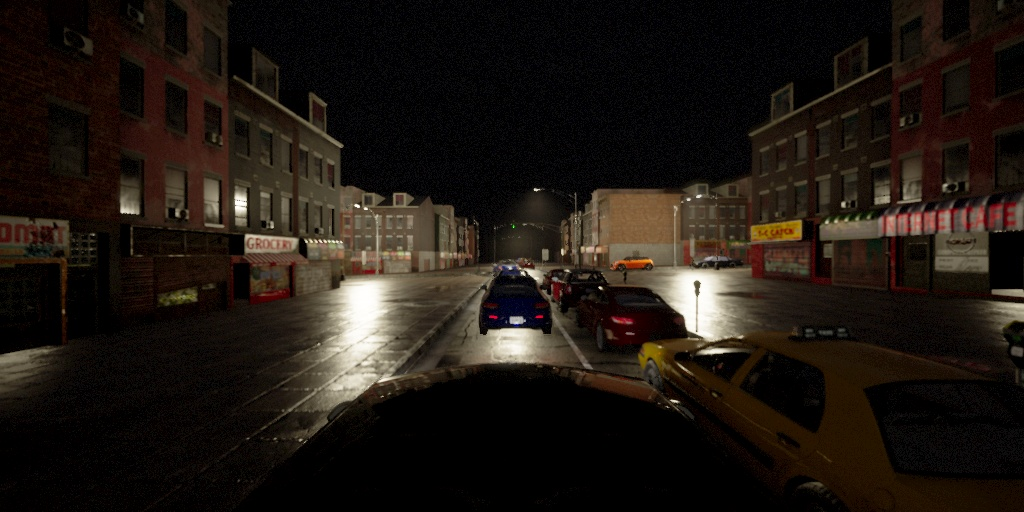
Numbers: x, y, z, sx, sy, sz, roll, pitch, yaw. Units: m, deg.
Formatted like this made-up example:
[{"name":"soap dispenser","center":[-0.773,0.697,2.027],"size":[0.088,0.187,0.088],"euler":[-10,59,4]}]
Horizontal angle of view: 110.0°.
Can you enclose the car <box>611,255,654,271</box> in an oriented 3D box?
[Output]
[{"name":"car","center":[13.320,0.750,40.048],"size":[4.553,1.767,2.097],"euler":[-1,0,0]}]

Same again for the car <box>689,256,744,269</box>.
[{"name":"car","center":[22.807,0.699,40.078],"size":[5.357,1.411,2.033],"euler":[-1,0,0]}]

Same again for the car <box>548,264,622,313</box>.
[{"name":"car","center":[2.626,1.199,14.062],"size":[1.967,1.591,4.097],"euler":[0,0,0]}]

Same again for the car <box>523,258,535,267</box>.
[{"name":"car","center":[2.585,1.330,56.869],"size":[1.967,1.591,4.097],"euler":[0,0,0]}]

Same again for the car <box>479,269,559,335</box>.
[{"name":"car","center":[0.058,1.281,10.369],"size":[1.812,1.442,4.674],"euler":[0,0,-1]}]

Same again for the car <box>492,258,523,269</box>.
[{"name":"car","center":[-0.665,1.158,34.328],"size":[2.097,1.767,4.553],"euler":[0,0,-10]}]

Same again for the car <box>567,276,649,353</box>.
[{"name":"car","center":[2.631,1.335,8.596],"size":[1.802,1.307,4.207],"euler":[0,0,0]}]

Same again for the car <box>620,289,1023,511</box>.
[{"name":"car","center":[2.636,1.276,3.299],"size":[1.751,1.417,4.829],"euler":[0,0,0]}]

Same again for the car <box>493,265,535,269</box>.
[{"name":"car","center":[0.088,1.367,19.274],"size":[1.895,1.301,4.718],"euler":[0,0,0]}]
